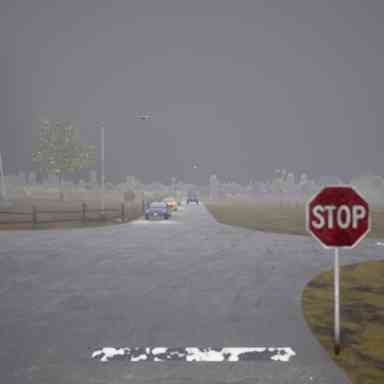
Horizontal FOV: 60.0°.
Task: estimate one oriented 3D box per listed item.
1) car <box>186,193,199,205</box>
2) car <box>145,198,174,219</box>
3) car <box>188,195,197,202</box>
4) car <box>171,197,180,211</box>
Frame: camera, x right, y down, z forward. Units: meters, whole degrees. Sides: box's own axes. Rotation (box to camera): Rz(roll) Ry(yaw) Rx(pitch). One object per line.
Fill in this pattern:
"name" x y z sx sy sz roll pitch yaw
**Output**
"car" 0.101 1.235 60.873 2.150 2.045 5.566 0 0 0
"car" -2.845 1.523 28.831 1.812 1.442 4.674 0 0 2
"car" 0.119 1.412 71.268 1.994 1.385 4.181 0 0 0
"car" -2.777 1.475 39.948 1.882 1.535 5.008 0 0 0
